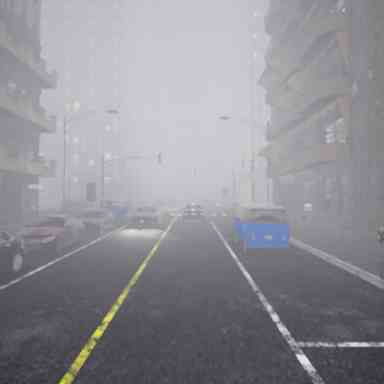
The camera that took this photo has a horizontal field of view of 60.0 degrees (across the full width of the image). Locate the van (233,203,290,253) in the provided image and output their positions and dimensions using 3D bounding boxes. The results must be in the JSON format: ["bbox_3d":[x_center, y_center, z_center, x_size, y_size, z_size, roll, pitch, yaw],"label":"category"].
[{"bbox_3d":[2.711,1.379,13.586,1.690,1.788,3.998,1,0,0],"label":"van"}]

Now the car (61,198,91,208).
[{"bbox_3d":[-16.480,1.627,47.264,4.097,1.590,1.967,0,-1,0],"label":"car"}]

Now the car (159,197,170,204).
[{"bbox_3d":[-5.661,1.768,68.257,1.802,1.307,4.206,1,0,0],"label":"car"}]

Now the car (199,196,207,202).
[{"bbox_3d":[2.724,1.757,85.217,1.752,1.417,4.829,1,0,0],"label":"car"}]

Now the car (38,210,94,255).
[{"bbox_3d":[-5.641,1.620,13.535,1.802,1.307,4.206,1,0,0],"label":"car"}]

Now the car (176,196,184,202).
[{"bbox_3d":[-2.981,1.708,84.394,1.882,1.535,5.008,0,0,0],"label":"car"}]

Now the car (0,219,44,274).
[{"bbox_3d":[-5.641,1.574,7.994,2.008,1.369,4.403,1,0,0],"label":"car"}]

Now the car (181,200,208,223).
[{"bbox_3d":[0.106,1.619,26.295,2.033,1.411,5.357,0,0,0],"label":"car"}]

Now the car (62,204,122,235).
[{"bbox_3d":[-5.639,1.619,19.074,1.947,1.339,4.313,1,0,0],"label":"car"}]

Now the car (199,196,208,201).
[{"bbox_3d":[2.720,1.783,73.892,1.802,1.307,4.206,1,0,0],"label":"car"}]

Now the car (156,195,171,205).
[{"bbox_3d":[-5.659,1.611,62.682,1.967,1.590,4.097,1,0,0],"label":"car"}]

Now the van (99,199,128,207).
[{"bbox_3d":[-5.803,1.409,24.616,1.690,1.788,3.998,1,0,0],"label":"van"}]

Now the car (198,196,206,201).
[{"bbox_3d":[2.725,1.812,90.625,1.947,1.339,4.313,1,0,0],"label":"car"}]

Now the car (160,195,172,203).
[{"bbox_3d":[-5.655,1.516,73.832,2.192,1.841,5.009,1,0,0],"label":"car"}]

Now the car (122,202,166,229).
[{"bbox_3d":[-3.066,1.625,22.254,1.994,1.385,4.181,0,0,0],"label":"car"}]
